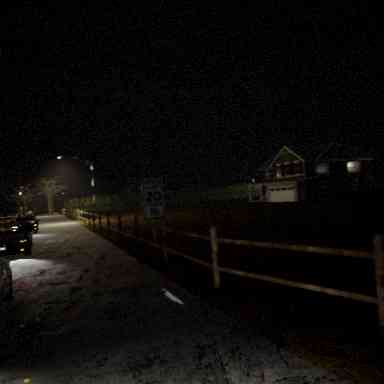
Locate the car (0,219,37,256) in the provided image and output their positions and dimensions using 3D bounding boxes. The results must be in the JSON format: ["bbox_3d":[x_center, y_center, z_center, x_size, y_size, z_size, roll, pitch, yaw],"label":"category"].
[{"bbox_3d":[-8.679,2.266,15.743,1.994,1.385,4.181,-4,-1,-23],"label":"car"}]

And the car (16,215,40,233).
[{"bbox_3d":[-13.895,2.691,27.847,1.837,1.490,4.892,-4,-1,-23],"label":"car"}]

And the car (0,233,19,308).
[{"bbox_3d":[-4.760,1.893,6.554,1.812,1.442,4.674,-4,0,-22],"label":"car"}]
